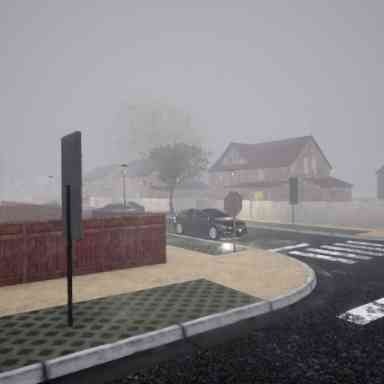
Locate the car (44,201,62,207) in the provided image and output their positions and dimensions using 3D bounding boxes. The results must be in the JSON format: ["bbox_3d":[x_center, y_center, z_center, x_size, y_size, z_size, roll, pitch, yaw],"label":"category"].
[{"bbox_3d":[-17.673,1.811,42.585,1.994,1.385,4.181,-1,0,-36],"label":"car"}]

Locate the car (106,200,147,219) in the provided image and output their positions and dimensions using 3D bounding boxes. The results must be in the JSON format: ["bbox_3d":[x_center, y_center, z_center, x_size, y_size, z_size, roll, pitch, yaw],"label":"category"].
[{"bbox_3d":[-6.420,1.635,32.229,1.882,1.535,5.008,-1,0,-37],"label":"car"}]

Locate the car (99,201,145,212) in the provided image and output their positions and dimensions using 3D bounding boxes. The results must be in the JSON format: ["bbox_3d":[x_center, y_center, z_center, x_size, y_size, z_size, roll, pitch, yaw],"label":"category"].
[{"bbox_3d":[-5.794,1.622,26.665,1.882,1.535,5.008,-1,0,-37],"label":"car"}]

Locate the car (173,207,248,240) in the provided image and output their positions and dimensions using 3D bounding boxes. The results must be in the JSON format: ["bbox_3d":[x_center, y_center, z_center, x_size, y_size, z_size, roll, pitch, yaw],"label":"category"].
[{"bbox_3d":[0.854,1.591,17.800,1.837,1.490,4.892,-1,0,-37],"label":"car"}]
